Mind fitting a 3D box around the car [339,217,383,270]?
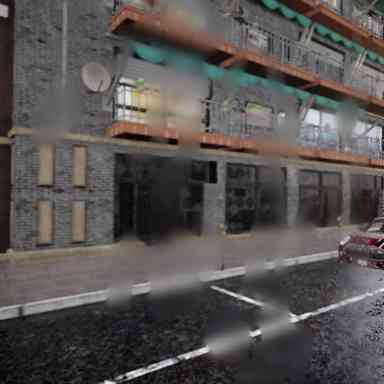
[{"bbox_3d":[6.569,1.537,10.796,4.097,1.590,1.967,1,0,-36],"label":"car"}]
